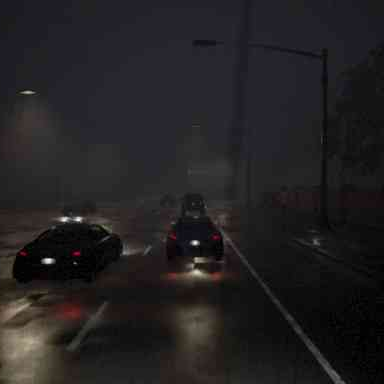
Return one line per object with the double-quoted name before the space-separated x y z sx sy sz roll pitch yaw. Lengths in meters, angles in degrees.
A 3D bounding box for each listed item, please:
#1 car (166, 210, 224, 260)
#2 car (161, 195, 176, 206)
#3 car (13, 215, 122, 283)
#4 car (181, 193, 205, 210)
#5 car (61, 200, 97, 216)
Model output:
"car" 0.101 1.611 12.730 1.994 1.385 4.181 0 0 0
"car" -3.394 1.148 47.887 1.837 1.490 4.892 0 1 0
"car" -3.399 1.610 9.878 1.994 1.385 4.181 0 0 0
"car" 0.104 1.110 32.873 2.150 2.045 5.566 0 1 0
"car" -10.505 1.457 31.533 2.033 1.411 5.357 0 1 0
